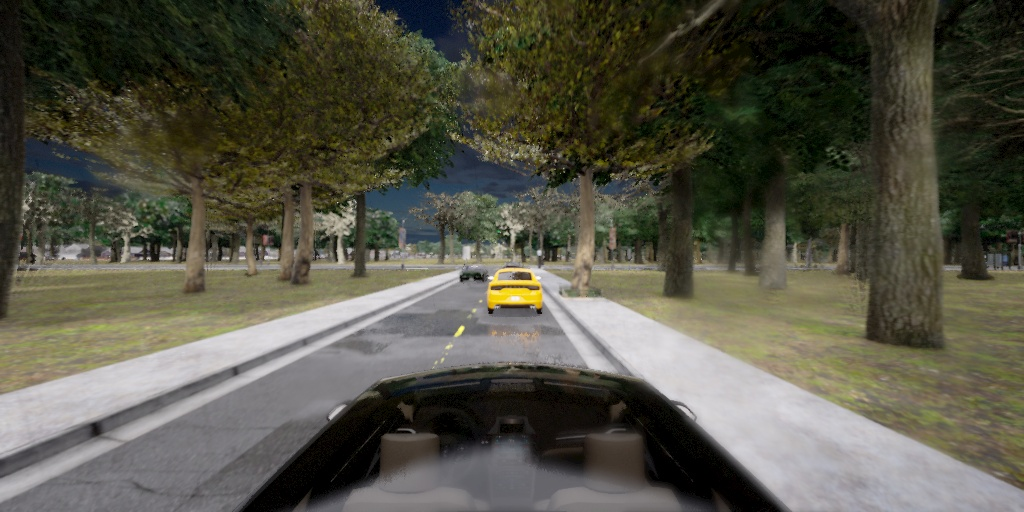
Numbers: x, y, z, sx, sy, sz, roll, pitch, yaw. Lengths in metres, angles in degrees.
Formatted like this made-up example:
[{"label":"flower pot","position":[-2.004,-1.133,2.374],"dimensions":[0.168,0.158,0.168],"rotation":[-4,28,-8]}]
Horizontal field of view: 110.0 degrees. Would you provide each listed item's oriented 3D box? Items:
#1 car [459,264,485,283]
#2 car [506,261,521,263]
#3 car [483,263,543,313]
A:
[{"label":"car","position":[-2.840,1.325,27.330],"dimensions":[1.895,1.301,4.718],"rotation":[0,0,0]},{"label":"car","position":[0.110,1.213,31.588],"dimensions":[2.128,1.511,4.902],"rotation":[0,0,0]},{"label":"car","position":[0.104,1.214,13.907],"dimensions":[1.882,1.535,5.008],"rotation":[0,0,0]}]
